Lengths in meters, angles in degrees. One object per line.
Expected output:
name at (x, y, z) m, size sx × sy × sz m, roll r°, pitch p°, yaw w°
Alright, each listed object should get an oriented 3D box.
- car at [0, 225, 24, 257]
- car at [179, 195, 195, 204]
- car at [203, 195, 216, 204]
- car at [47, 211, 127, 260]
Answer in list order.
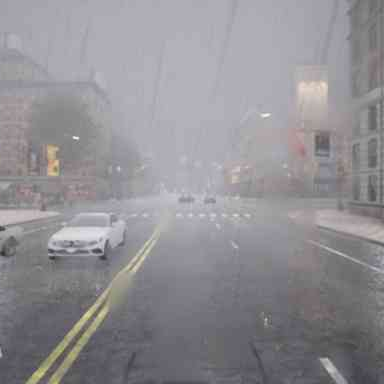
car at (-7.102, 1.553, 9.980) m, size 1.895 × 1.301 × 4.718 m, roll 0°, pitch 0°, yaw 0°
car at (-0.887, 1.204, 57.178) m, size 1.882 × 1.535 × 5.008 m, roll 0°, pitch 0°, yaw 14°
car at (3.045, 1.254, 56.538) m, size 1.812 × 1.442 × 4.674 m, roll 0°, pitch 0°, yaw -1°
car at (-3.604, 1.467, 12.244) m, size 1.812 × 1.442 × 4.674 m, roll 0°, pitch 0°, yaw 0°
